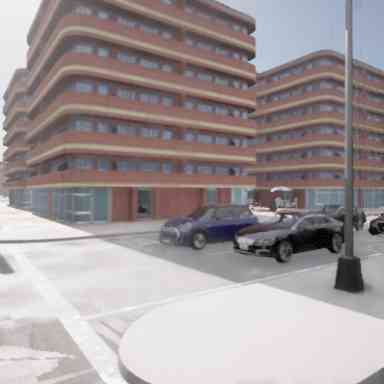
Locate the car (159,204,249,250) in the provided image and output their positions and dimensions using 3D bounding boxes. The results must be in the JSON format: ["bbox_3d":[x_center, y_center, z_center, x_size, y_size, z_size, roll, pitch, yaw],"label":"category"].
[{"bbox_3d":[0.853,1.350,14.363,4.553,1.767,2.097,0,0,-35],"label":"car"}]

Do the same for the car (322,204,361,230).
[{"bbox_3d":[8.327,1.486,19.627,4.902,1.511,2.128,0,0,-35],"label":"car"}]

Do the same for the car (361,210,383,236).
[{"bbox_3d":[10.938,1.558,17.203,4.181,1.385,1.994,0,0,-37],"label":"car"}]

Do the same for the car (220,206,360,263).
[{"bbox_3d":[3.659,1.489,12.057,4.902,1.511,2.128,0,0,-35],"label":"car"}]
